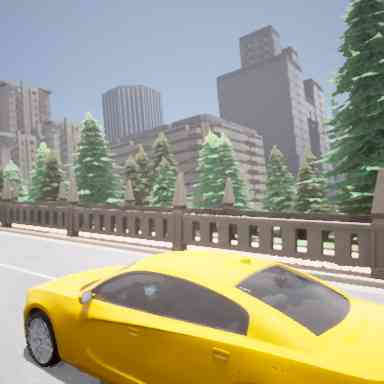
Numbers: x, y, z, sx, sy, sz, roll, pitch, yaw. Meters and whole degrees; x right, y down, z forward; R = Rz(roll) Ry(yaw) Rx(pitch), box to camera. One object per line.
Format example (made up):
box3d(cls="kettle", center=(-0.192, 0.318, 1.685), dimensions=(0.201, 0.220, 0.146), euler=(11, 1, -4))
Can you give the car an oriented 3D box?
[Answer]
box3d(cls="car", center=(-0.095, 1.482, 4.059), dimensions=(5.008, 1.535, 1.882), euler=(0, 0, 35))
